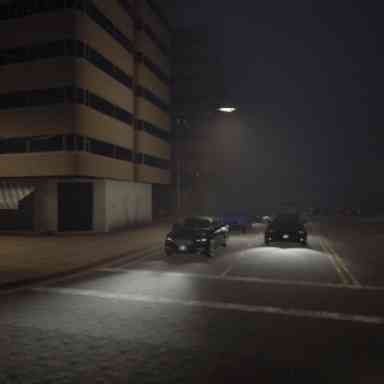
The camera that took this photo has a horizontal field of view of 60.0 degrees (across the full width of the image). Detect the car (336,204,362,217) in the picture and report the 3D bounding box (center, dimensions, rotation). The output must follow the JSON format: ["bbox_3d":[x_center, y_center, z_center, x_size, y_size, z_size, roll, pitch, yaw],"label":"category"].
[{"bbox_3d":[19.638,2.298,41.150,2.033,1.411,5.357,-1,-1,17],"label":"car"}]

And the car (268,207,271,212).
[{"bbox_3d":[8.986,2.403,42.578,1.994,1.385,4.181,-1,-1,17],"label":"car"}]

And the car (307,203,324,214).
[{"bbox_3d":[19.108,2.508,51.586,2.033,1.411,5.357,-1,-1,17],"label":"car"}]

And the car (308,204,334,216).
[{"bbox_3d":[16.393,2.287,42.497,2.128,1.511,4.902,-1,-1,17],"label":"car"}]

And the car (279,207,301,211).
[{"bbox_3d":[7.503,2.116,25.831,1.895,1.301,4.718,-1,-1,17],"label":"car"}]

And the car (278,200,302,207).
[{"bbox_3d":[10.629,1.922,36.059,2.150,2.045,5.566,-1,-1,17],"label":"car"}]

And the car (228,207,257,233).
[{"bbox_3d":[3.170,1.973,23.623,1.882,1.535,5.008,-1,-1,17],"label":"car"}]

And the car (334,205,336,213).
[{"bbox_3d":[22.402,2.520,50.388,1.895,1.301,4.718,-1,-1,17],"label":"car"}]

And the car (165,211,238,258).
[{"bbox_3d":[0.390,1.823,14.549,2.128,1.511,4.902,-1,-1,18],"label":"car"}]

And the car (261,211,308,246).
[{"bbox_3d":[4.949,1.927,17.453,1.994,1.385,4.181,-1,-1,17],"label":"car"}]

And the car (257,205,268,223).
[{"bbox_3d":[6.061,2.215,33.103,2.033,1.411,5.357,-1,-1,17],"label":"car"}]
